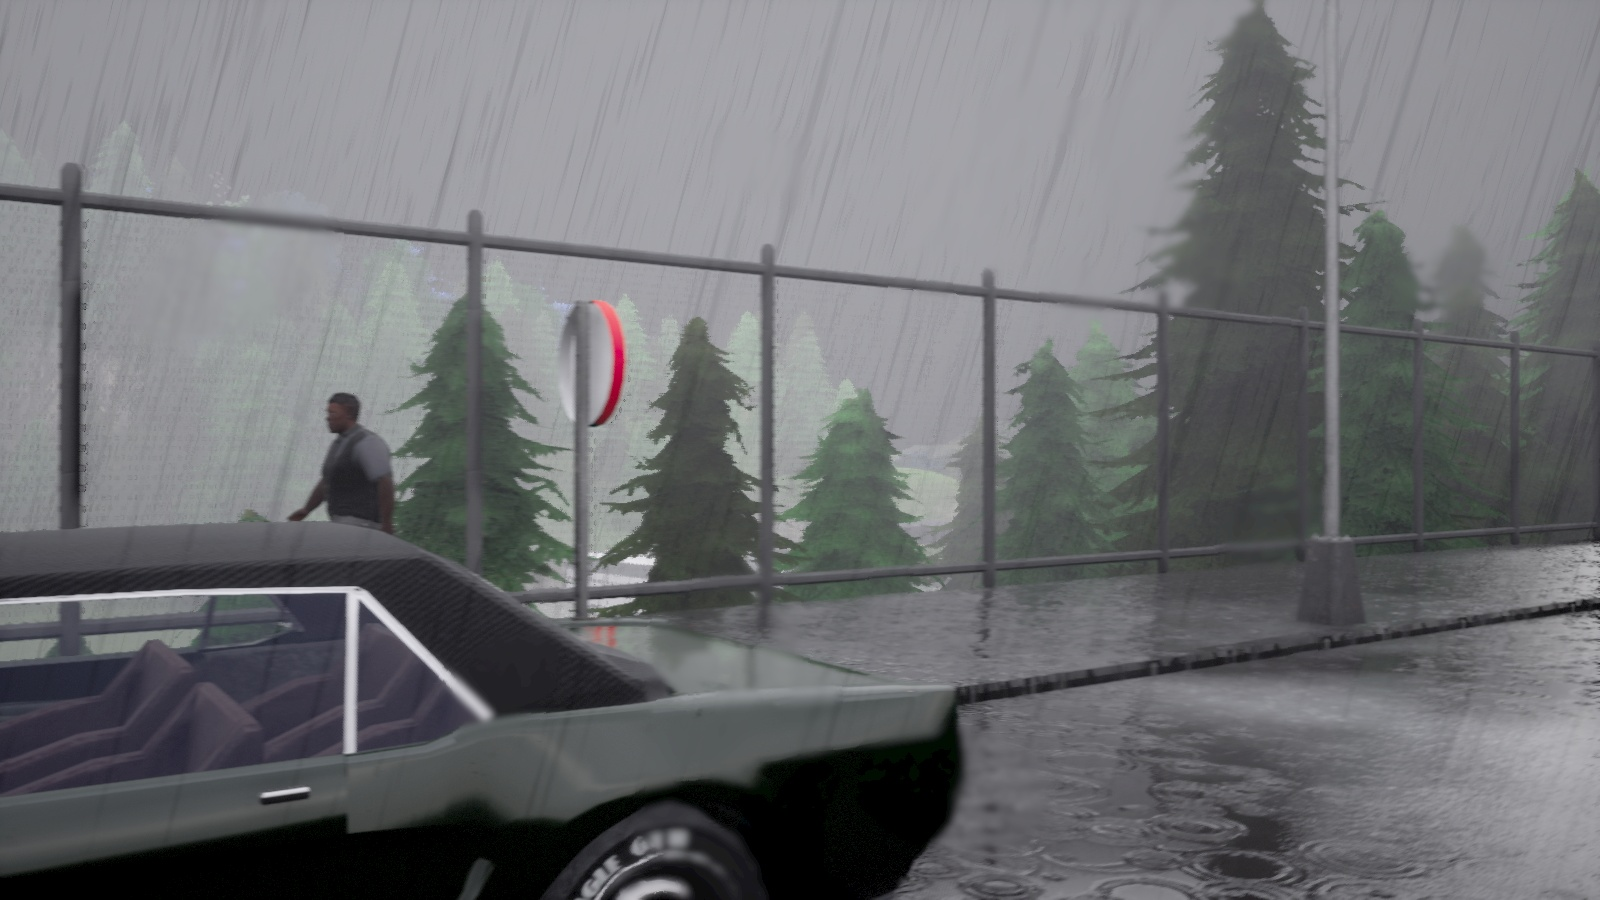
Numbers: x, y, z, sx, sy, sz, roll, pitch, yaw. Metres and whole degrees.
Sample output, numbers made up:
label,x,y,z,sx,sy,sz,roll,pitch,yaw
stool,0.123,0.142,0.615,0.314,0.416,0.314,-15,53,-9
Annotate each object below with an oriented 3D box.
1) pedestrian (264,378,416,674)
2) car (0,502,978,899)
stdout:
label,x,y,z,sx,sy,sz,roll,pitch,yaw
pedestrian,-3.098,0.482,8.458,0.849,1.883,0.563,0,0,-34
car,-1.990,0.857,2.883,4.718,1.301,1.895,0,0,-35
